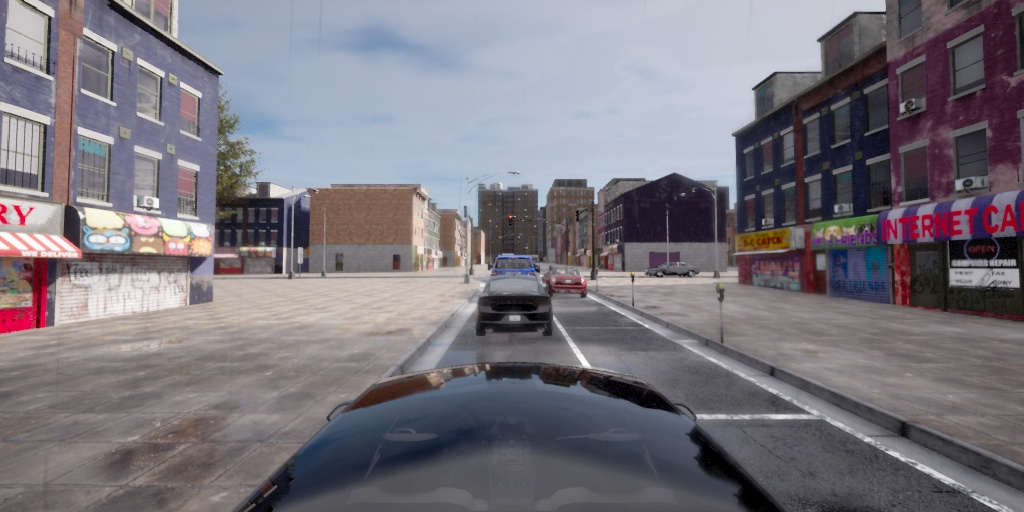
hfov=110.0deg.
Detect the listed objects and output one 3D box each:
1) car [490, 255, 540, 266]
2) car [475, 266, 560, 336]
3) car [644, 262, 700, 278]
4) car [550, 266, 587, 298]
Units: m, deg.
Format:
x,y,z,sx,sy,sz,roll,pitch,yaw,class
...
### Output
x,y,z,sx,sy,sz,roll,pitch,yaw,class
0.068,0.993,18.001,2.150,2.045,5.566,0,0,0,car
0.036,1.235,10.469,1.882,1.535,5.008,0,0,-1,car
14.948,1.316,33.533,4.902,1.511,2.128,0,-2,0,car
2.615,1.211,18.689,1.967,1.591,4.097,0,0,0,car
